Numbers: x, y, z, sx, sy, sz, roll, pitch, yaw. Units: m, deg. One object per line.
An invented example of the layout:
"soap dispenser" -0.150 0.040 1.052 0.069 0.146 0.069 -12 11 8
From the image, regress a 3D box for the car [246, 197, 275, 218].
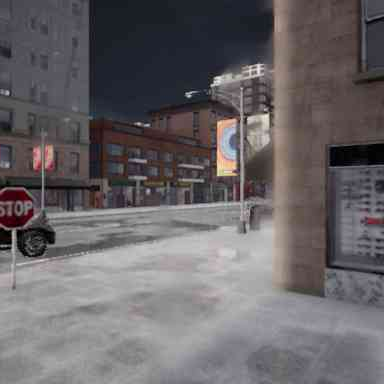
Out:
"car" 7.140 1.484 30.629 1.837 1.490 4.892 0 0 36

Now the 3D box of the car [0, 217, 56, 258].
"car" -7.237 1.233 10.539 2.150 2.045 5.566 0 0 36

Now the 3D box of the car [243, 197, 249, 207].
"car" 9.199 1.445 50.259 2.128 1.511 4.902 0 0 36

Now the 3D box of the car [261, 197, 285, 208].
"car" 11.842 1.517 48.367 1.994 1.385 4.181 0 0 36
